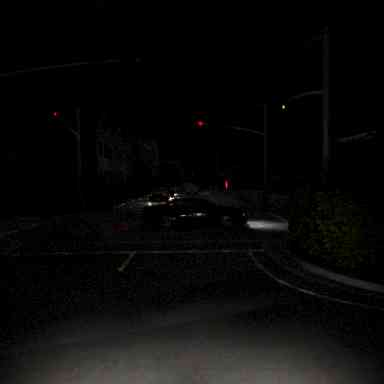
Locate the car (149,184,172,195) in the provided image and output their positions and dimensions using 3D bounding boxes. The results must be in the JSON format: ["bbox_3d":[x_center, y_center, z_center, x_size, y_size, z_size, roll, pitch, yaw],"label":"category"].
[{"bbox_3d":[-3.682,0.184,37.727,1.882,1.535,5.008,-1,2,0],"label":"car"}]

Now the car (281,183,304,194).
[{"bbox_3d":[15.317,-0.508,52.014,2.007,1.523,4.514,-1,2,0],"label":"car"}]

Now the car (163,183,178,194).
[{"bbox_3d":[-3.672,-0.610,57.534,2.097,1.767,4.553,-1,2,0],"label":"car"}]

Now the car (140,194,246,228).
[{"bbox_3d":[0.053,1.029,17.304,5.357,1.411,2.033,-1,3,0],"label":"car"}]

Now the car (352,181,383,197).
[{"bbox_3d":[22.298,-0.453,42.029,1.932,1.855,4.605,-1,2,0],"label":"car"}]

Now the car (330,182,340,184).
[{"bbox_3d":[25.363,-1.019,59.417,2.152,1.636,5.027,-1,2,0],"label":"car"}]

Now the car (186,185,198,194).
[{"bbox_3d":[-0.004,-0.303,52.321,1.812,1.442,4.674,-1,2,0],"label":"car"}]

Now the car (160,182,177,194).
[{"bbox_3d":[-3.695,-0.407,47.644,2.150,2.045,5.566,-1,2,0],"label":"car"}]

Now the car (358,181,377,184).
[{"bbox_3d":[19.045,-0.170,34.152,1.905,1.878,3.866,-1,2,0],"label":"car"}]
